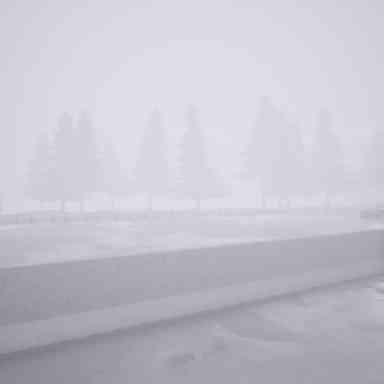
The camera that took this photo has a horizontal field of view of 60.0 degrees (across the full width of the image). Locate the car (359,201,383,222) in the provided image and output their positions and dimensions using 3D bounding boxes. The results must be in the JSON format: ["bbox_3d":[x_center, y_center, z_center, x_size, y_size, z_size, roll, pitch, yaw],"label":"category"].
[{"bbox_3d":[15.515,1.474,25.998,5.008,1.535,1.882,0,0,-16],"label":"car"}]

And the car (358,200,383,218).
[{"bbox_3d":[17.994,1.487,30.251,4.902,1.511,2.128,0,0,-13],"label":"car"}]
